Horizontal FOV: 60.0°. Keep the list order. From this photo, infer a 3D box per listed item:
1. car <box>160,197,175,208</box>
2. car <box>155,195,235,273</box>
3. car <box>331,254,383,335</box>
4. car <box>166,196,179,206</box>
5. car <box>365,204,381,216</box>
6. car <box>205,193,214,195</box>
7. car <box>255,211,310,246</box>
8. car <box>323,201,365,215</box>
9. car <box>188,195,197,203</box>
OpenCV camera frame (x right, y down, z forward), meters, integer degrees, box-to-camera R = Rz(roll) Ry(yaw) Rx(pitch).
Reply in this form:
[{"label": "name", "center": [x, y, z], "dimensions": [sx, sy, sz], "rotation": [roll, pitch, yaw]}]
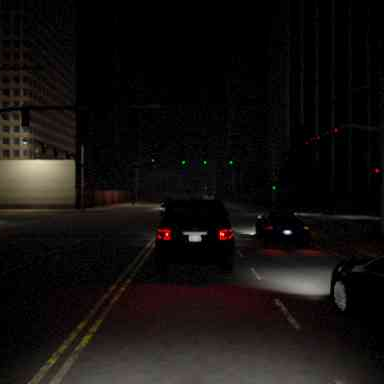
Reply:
[{"label": "car", "center": [-3.519, 1.573, 49.343], "dimensions": [1.837, 1.490, 4.892], "rotation": [0, 0, 0]}, {"label": "car", "center": [0.091, 1.238, 10.941], "dimensions": [2.150, 2.045, 5.566], "rotation": [0, 0, 0]}, {"label": "car", "center": [3.606, 1.511, 4.576], "dimensions": [1.837, 1.490, 4.892], "rotation": [0, 0, 0]}, {"label": "car", "center": [-3.467, 1.560, 59.682], "dimensions": [1.882, 1.535, 5.008], "rotation": [0, 0, 1]}, {"label": "car", "center": [18.591, 1.339, 29.825], "dimensions": [4.553, 1.767, 2.097], "rotation": [0, 0, 0]}, {"label": "car", "center": [3.606, 1.182, 70.550], "dimensions": [2.150, 2.045, 5.566], "rotation": [0, 0, 0]}, {"label": "car", "center": [4.047, 1.585, 15.389], "dimensions": [1.994, 1.385, 4.181], "rotation": [0, 0, 6]}, {"label": "car", "center": [15.679, 1.593, 33.334], "dimensions": [4.718, 1.301, 1.895], "rotation": [0, 0, 0]}, {"label": "car", "center": [0.106, 1.456, 70.525], "dimensions": [1.837, 1.490, 4.892], "rotation": [0, 0, 0]}]
